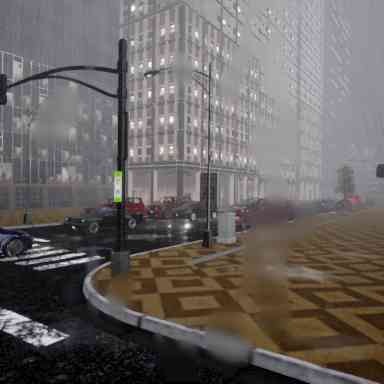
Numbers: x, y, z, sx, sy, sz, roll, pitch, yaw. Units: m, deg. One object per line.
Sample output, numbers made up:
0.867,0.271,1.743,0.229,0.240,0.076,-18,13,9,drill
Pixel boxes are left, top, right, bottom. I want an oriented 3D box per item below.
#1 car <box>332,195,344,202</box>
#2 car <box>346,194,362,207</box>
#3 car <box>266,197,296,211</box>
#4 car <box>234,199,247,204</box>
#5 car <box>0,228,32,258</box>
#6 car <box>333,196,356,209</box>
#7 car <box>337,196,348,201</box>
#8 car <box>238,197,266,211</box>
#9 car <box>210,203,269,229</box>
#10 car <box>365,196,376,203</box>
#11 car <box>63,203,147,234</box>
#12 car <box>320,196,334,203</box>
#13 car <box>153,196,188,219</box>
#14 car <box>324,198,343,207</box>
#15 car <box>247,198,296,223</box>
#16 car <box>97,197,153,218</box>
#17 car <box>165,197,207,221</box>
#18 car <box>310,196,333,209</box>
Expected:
36.174,1.571,82.444,1.752,1.417,4.829,1,1,35,car
25.421,1.366,52.858,2.150,2.045,5.566,1,1,35,car
11.718,1.525,43.502,2.128,1.511,4.902,1,1,36,car
5.770,1.511,35.163,2.128,1.511,4.902,1,1,35,car
-7.651,1.577,11.110,1.994,1.385,4.181,1,0,35,car
21.394,1.656,47.096,1.812,1.442,4.674,1,1,35,car
39.459,1.624,87.092,1.947,1.339,4.313,1,1,35,car
7.691,1.431,42.270,1.967,1.590,4.097,1,0,35,car
3.255,1.668,22.015,1.802,1.307,4.206,1,0,35,car
39.504,1.599,73.504,1.967,1.590,4.097,1,1,35,car
-5.132,1.595,19.724,1.895,1.301,4.718,1,1,35,car
29.866,1.617,73.525,1.802,1.307,4.206,1,1,35,car
-1.810,1.283,28.941,2.192,1.841,5.009,1,0,35,car
23.349,1.659,54.935,1.994,1.385,4.181,1,1,35,car
6.745,1.409,26.944,2.192,1.841,5.009,1,0,35,car
-5.465,1.275,23.771,2.192,1.841,5.009,1,0,35,car
0.309,1.485,27.447,1.882,1.535,5.008,1,1,35,car
18.510,1.650,48.069,1.994,1.385,4.181,1,1,35,car
